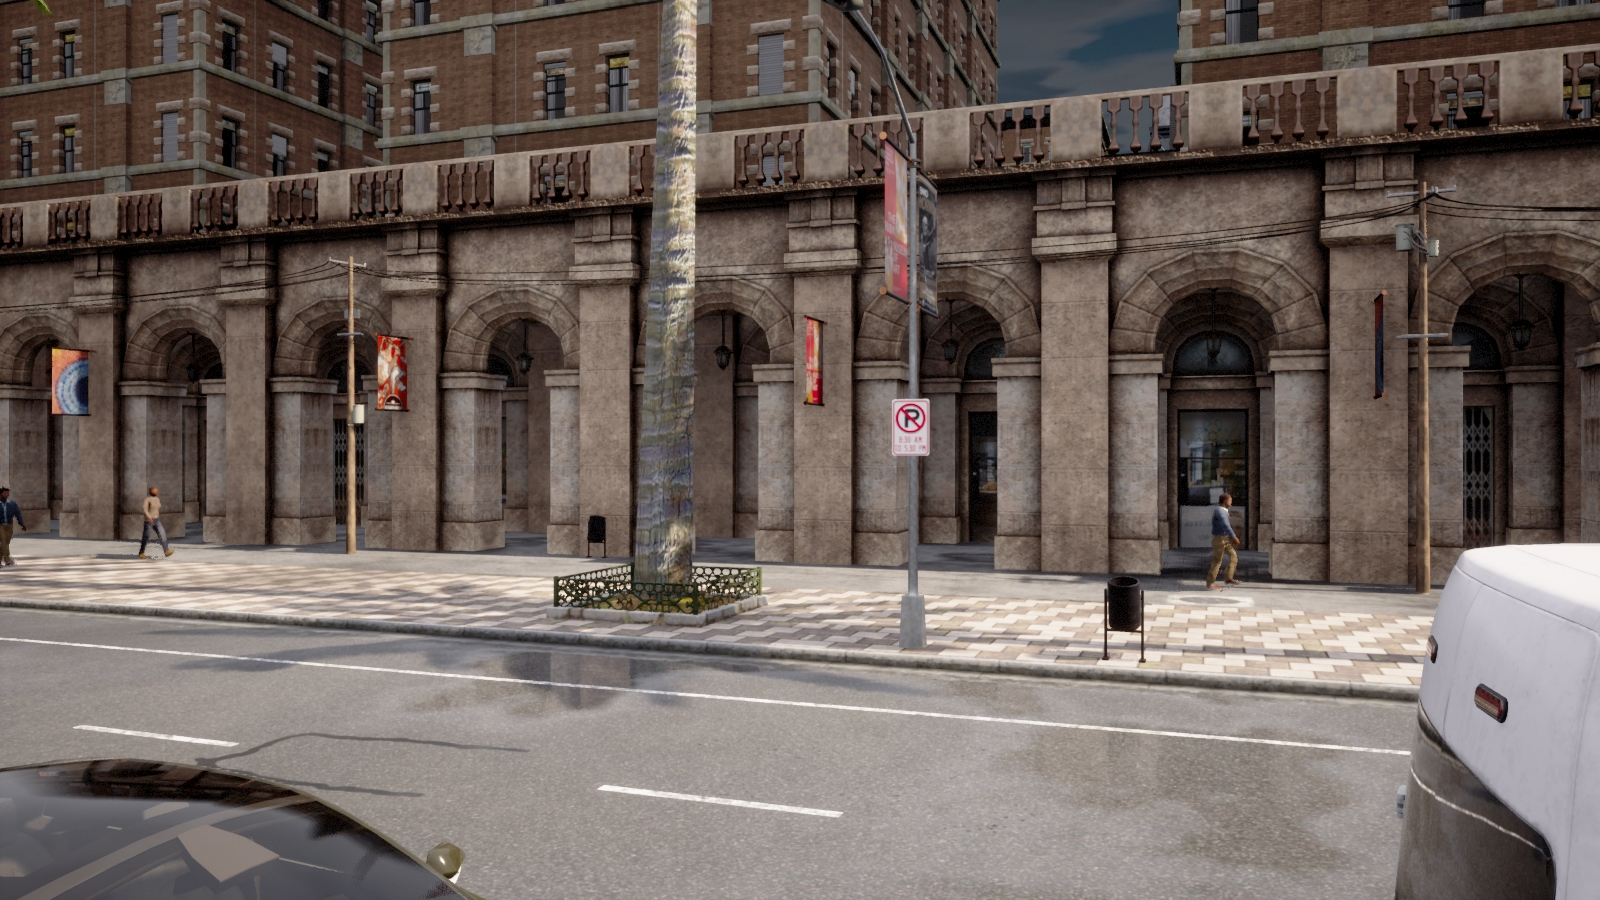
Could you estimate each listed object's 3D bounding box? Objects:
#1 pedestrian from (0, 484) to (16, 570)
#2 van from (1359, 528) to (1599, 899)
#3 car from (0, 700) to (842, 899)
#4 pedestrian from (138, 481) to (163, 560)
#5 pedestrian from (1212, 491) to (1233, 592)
[{"bbox_3d":[-17.554,1.696,25.160,0.375,1.860,0.375,0,0,35],"label":"pedestrian"},{"bbox_3d":[4.249,1.534,1.754,5.915,2.561,1.988,0,0,20],"label":"van"},{"bbox_3d":[-2.519,2.061,4.220,4.892,1.480,2.231,0,0,20],"label":"car"},{"bbox_3d":[-15.693,1.696,27.594,0.375,1.860,0.375,0,0,19],"label":"pedestrian"},{"bbox_3d":[7.891,1.696,21.337,0.375,1.860,0.375,0,0,20],"label":"pedestrian"}]
